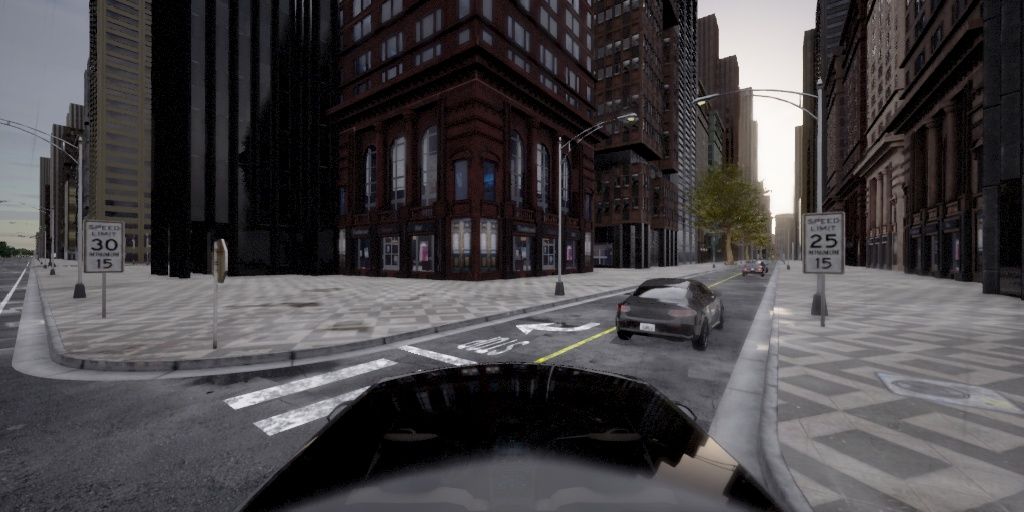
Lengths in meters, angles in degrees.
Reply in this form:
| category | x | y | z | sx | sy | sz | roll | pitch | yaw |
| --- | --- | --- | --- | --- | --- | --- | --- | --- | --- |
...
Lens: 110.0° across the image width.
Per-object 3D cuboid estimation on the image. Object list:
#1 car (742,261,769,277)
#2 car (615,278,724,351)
| category | x | y | z | sx | sy | sz | roll | pitch | yaw |
| --- | --- | --- | --- | --- | --- | --- | --- | --- | --- |
| car | 24.535 | 1.327 | 36.332 | 2.033 | 1.411 | 5.357 | 0 | 0 | 37 |
| car | 4.126 | 1.280 | 9.120 | 1.812 | 1.442 | 4.674 | 0 | 0 | 37 |
